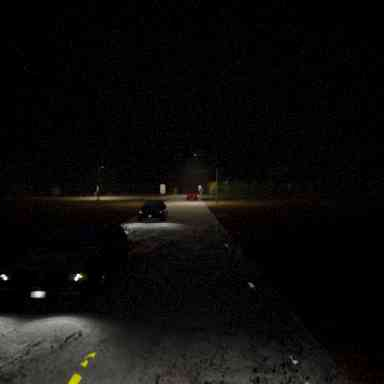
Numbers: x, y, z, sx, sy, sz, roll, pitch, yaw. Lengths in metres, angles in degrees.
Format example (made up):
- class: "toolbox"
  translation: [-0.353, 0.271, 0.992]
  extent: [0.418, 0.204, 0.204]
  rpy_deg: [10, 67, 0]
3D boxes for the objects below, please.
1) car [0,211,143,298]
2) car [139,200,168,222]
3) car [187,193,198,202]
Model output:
- class: "car"
  translation: [-2.814, 1.480, 8.773]
  extent: [2.033, 1.411, 5.357]
  rpy_deg: [0, 0, 0]
- class: "car"
  translation: [-2.785, 1.322, 24.589]
  extent: [1.812, 1.442, 4.674]
  rpy_deg: [0, 0, 1]
- class: "car"
  translation: [0.020, 0.891, 59.498]
  extent: [1.882, 1.535, 5.008]
  rpy_deg: [0, 1, 0]
